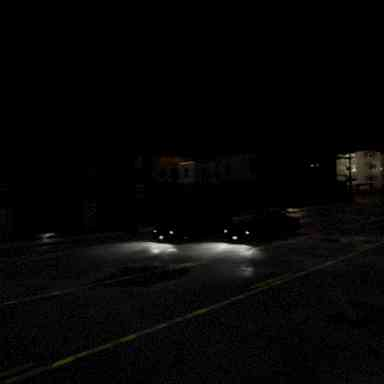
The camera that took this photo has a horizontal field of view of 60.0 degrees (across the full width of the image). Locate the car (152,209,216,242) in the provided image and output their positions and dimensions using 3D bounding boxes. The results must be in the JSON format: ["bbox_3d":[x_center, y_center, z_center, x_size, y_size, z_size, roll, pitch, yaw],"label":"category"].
[{"bbox_3d":[0.255,1.969,19.436,5.357,1.411,2.033,-1,-1,-45],"label":"car"}]

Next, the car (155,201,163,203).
[{"bbox_3d":[-5.674,1.728,46.609,5.027,1.636,2.152,-1,-2,-45],"label":"car"}]

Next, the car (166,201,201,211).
[{"bbox_3d":[-0.742,1.813,40.087,3.806,1.475,1.970,-3,0,-45],"label":"car"}]

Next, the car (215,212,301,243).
[{"bbox_3d":[3.967,1.812,18.189,5.357,1.411,2.033,-1,-1,-45],"label":"car"}]
